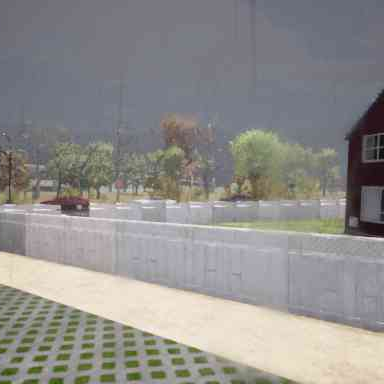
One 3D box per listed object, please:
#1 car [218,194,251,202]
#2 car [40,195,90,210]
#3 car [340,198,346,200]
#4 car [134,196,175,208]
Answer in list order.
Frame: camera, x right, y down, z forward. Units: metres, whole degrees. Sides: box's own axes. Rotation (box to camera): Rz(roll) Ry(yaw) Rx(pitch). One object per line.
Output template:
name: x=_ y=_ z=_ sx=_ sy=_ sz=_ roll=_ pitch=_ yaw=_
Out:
car: x=5.550 y=1.038 z=41.479 sx=4.674 sy=1.442 sz=1.812 roll=0 pitch=2 yaw=-18
car: x=-13.416 y=1.125 z=35.146 sx=5.008 sy=1.535 sz=1.882 roll=0 pitch=2 yaw=-18
car: x=17.294 y=1.292 z=34.930 sx=4.902 sy=1.511 sz=2.128 roll=0 pitch=2 yaw=-18
car: x=-4.407 y=1.180 z=38.160 sx=4.718 sy=1.301 sz=1.895 roll=0 pitch=2 yaw=-18
